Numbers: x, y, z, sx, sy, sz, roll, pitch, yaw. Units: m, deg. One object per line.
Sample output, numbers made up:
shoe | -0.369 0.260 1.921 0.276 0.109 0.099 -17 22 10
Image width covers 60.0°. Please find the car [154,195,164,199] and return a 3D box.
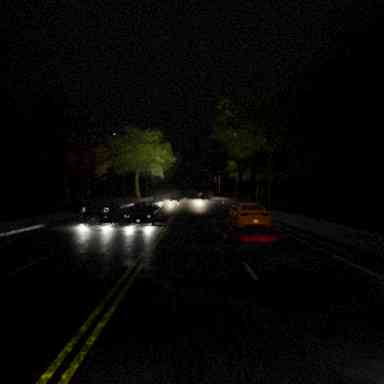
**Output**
car | -6.600 1.297 65.157 1.895 1.301 4.718 0 0 0

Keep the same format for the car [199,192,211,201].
car | 3.134 1.177 71.667 1.837 1.490 4.892 0 0 0

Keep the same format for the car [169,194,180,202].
car | -3.354 1.207 63.831 1.837 1.490 4.892 0 0 0

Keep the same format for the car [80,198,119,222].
car | -6.621 1.216 24.526 2.097 1.767 4.553 0 0 0

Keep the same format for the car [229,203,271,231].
car | 3.332 1.362 19.851 1.882 1.535 5.008 0 0 0

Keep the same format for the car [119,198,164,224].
car | -3.374 1.416 23.478 2.033 1.411 5.357 0 0 0

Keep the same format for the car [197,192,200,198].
car | 3.065 0.980 82.647 2.097 1.767 4.553 0 0 0
